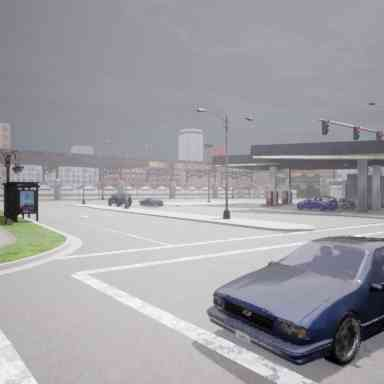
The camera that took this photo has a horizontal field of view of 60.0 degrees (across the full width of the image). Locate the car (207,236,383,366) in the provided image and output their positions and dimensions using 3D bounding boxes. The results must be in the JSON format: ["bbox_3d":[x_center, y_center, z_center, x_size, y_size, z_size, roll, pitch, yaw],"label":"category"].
[{"bbox_3d":[2.865,1.547,5.973,5.357,1.411,2.033,0,0,-35],"label":"car"}]

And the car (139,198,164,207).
[{"bbox_3d":[-6.303,1.547,51.126,2.033,1.411,5.357,0,0,-35],"label":"car"}]

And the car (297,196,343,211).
[{"bbox_3d":[14.343,1.295,38.345,2.242,1.667,4.611,0,0,-35],"label":"car"}]

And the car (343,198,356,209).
[{"bbox_3d":[18.617,1.456,42.259,1.970,1.475,3.806,0,0,-35],"label":"car"}]

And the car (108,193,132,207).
[{"bbox_3d":[-11.347,1.222,52.236,2.150,2.045,5.566,0,0,-35],"label":"car"}]
